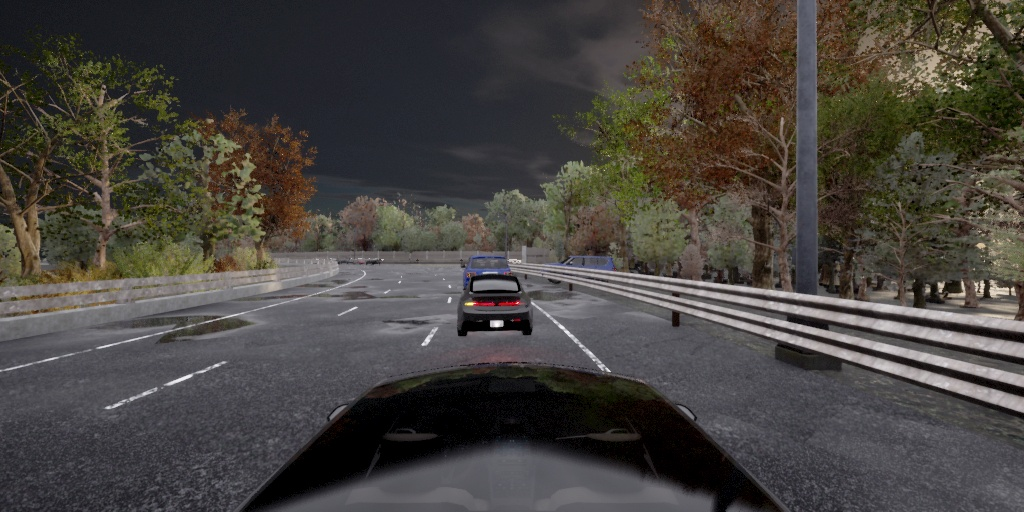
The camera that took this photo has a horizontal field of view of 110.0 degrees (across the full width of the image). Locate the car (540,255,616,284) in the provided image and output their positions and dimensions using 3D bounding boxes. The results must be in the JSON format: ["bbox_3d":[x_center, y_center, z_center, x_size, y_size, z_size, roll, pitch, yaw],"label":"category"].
[{"bbox_3d":[4.816,0.969,26.156,5.566,2.045,2.150,3,1,-5],"label":"car"}]

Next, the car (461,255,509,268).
[{"bbox_3d":[-1.324,0.971,17.838,2.150,2.045,5.566,0,0,-9],"label":"car"}]

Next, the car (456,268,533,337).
[{"bbox_3d":[-0.553,1.255,10.361,1.837,1.490,4.892,0,0,-5],"label":"car"}]
